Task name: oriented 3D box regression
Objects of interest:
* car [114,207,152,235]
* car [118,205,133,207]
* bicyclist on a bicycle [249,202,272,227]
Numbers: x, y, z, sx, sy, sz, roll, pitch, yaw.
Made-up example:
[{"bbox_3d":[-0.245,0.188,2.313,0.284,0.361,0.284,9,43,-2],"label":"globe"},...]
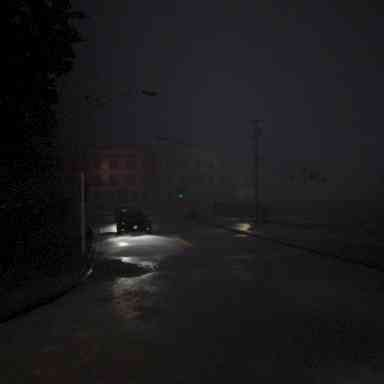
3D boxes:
[{"bbox_3d":[-3.749,1.878,21.139,1.994,1.385,4.181,-1,-1,-14],"label":"car"},{"bbox_3d":[-6.235,1.963,31.085,2.128,1.511,4.902,-1,-1,-14],"label":"car"},{"bbox_3d":[4.597,1.527,22.349,1.656,1.620,0.582,-1,-1,-14],"label":"bicyclist on a bicycle"}]
